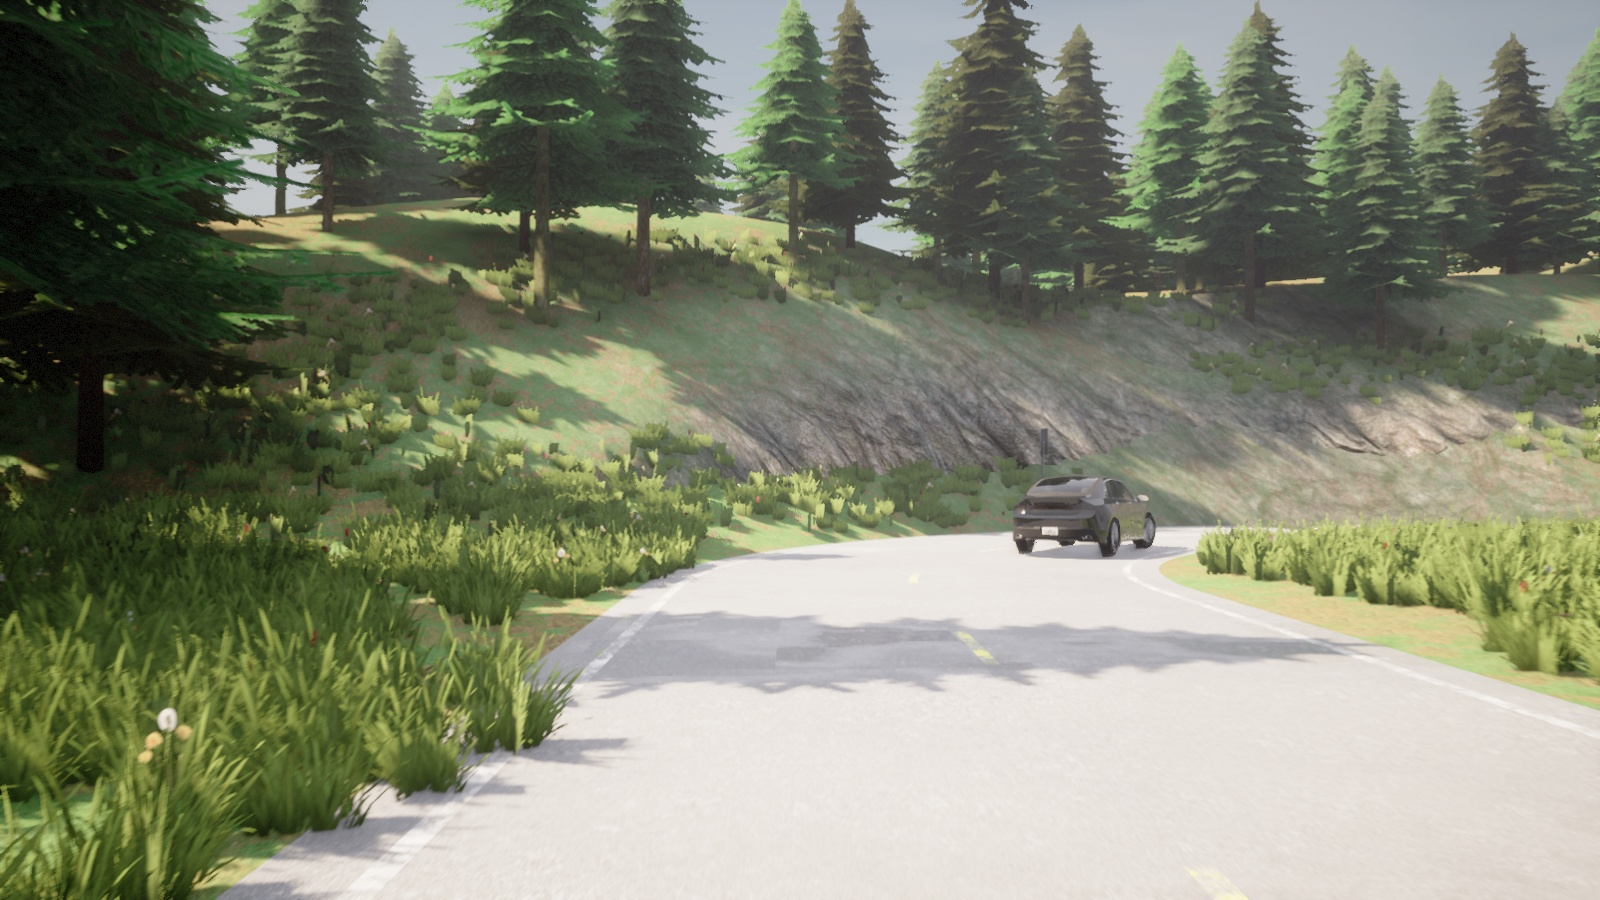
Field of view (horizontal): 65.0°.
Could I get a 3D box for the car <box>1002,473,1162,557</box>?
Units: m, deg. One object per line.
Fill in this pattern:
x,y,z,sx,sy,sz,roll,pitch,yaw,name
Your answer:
5.738,1.216,25.067,1.837,1.490,4.892,-1,-1,28,car
